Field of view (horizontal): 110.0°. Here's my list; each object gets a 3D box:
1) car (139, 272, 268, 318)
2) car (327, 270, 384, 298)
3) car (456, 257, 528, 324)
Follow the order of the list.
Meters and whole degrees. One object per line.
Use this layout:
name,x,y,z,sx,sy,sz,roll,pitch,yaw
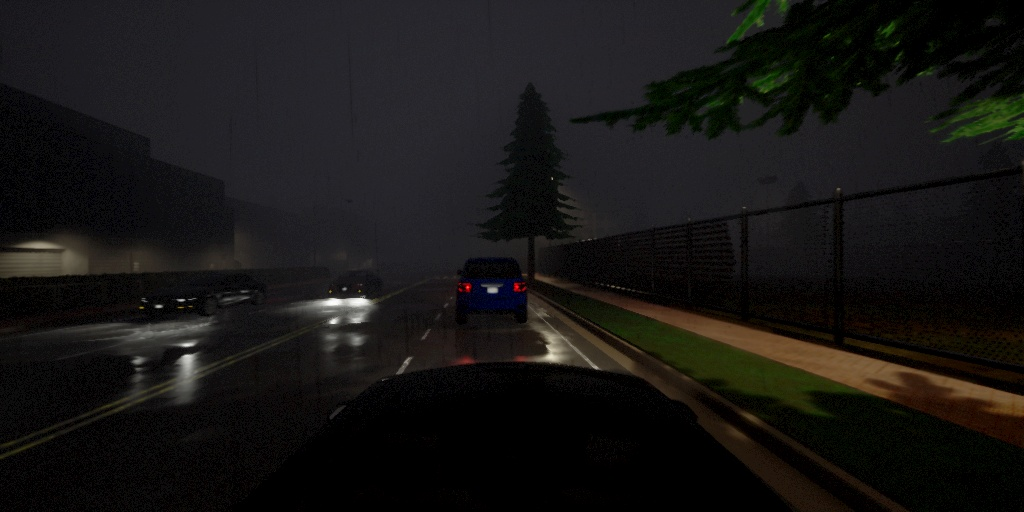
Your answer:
car,-11.581,1.392,13.944,1.837,1.490,4.892,0,-1,-5
car,-8.649,1.500,20.145,1.994,1.385,4.181,0,-1,-5
car,-0.767,1.072,12.704,2.150,2.045,5.566,0,0,-5
